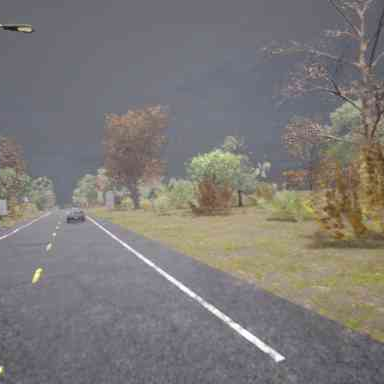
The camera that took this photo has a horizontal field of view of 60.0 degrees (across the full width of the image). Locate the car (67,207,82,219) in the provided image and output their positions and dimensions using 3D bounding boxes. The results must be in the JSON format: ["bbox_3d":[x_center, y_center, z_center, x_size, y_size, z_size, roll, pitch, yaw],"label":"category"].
[{"bbox_3d":[-17.096,2.993,48.255,1.837,1.490,4.892,-4,0,-20],"label":"car"}]

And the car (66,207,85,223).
[{"bbox_3d":[-13.096,2.615,37.459,2.128,1.511,4.902,-4,0,-20],"label":"car"}]
